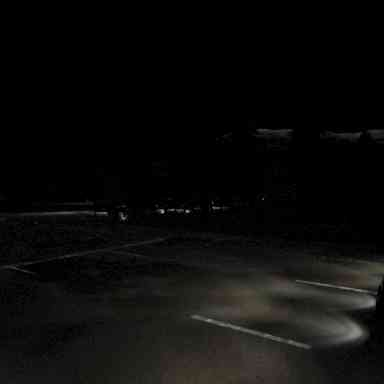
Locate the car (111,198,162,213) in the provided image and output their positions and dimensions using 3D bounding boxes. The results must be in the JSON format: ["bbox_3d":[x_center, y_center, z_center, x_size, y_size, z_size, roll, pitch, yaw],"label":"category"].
[{"bbox_3d":[-6.012,1.416,36.490,1.837,1.490,4.892,0,0,43],"label":"car"}]

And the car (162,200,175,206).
[{"bbox_3d":[-2.709,1.428,44.667,4.674,1.442,1.812,0,0,-42],"label":"car"}]

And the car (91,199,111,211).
[{"bbox_3d":[-9.169,1.497,38.298,1.895,1.301,4.718,0,0,43],"label":"car"}]

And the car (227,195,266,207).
[{"bbox_3d":[8.027,1.422,48.704,4.902,1.511,2.128,0,0,-35],"label":"car"}]

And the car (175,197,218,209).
[{"bbox_3d":[0.641,1.423,42.976,4.892,1.490,1.837,0,0,-41],"label":"car"}]

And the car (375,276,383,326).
[{"bbox_3d":[5.137,1.352,4.579,4.553,1.767,2.097,0,0,36],"label":"car"}]

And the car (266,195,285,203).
[{"bbox_3d":[12.812,1.281,55.821,4.553,1.767,2.097,0,0,-28],"label":"car"}]

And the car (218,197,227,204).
[{"bbox_3d":[4.696,1.461,50.759,5.357,1.411,2.033,0,0,-37],"label":"car"}]
